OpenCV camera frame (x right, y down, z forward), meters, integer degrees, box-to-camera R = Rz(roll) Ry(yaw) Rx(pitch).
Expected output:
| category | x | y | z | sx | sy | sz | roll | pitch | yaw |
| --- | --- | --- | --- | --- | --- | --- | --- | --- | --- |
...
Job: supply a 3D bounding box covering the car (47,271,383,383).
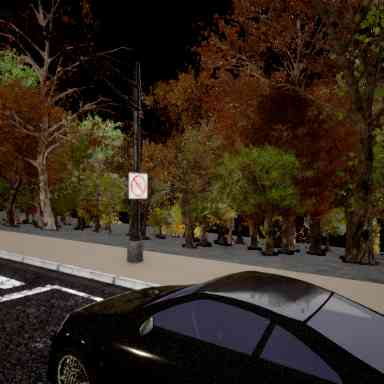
| category | x | y | z | sx | sy | sz | roll | pitch | yaw |
| --- | --- | --- | --- | --- | --- | --- | --- | --- | --- |
| car | 0.397 | 1.564 | 3.404 | 4.181 | 1.385 | 1.994 | 0 | 0 | 36 |
